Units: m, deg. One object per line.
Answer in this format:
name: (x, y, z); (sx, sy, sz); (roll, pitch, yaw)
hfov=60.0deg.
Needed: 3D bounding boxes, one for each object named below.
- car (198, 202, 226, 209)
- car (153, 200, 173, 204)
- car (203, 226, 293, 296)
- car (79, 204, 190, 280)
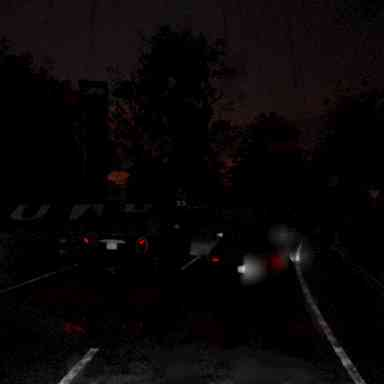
car: (3.364, 2.090, 56.020); (5.008, 1.535, 1.882); (-1, -1, 36)
car: (-4.342, 2.111, 56.242); (4.902, 1.511, 2.128); (0, -1, 15)
car: (1.559, 1.595, 8.847); (1.994, 1.385, 4.181); (0, -1, 13)
car: (-1.505, 1.405, 10.404); (2.097, 1.767, 4.553); (0, -1, 14)
